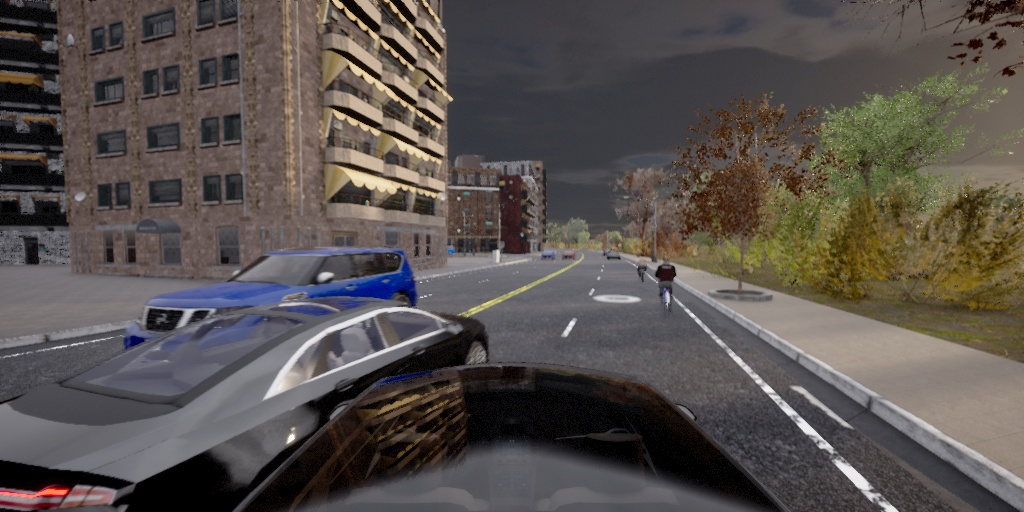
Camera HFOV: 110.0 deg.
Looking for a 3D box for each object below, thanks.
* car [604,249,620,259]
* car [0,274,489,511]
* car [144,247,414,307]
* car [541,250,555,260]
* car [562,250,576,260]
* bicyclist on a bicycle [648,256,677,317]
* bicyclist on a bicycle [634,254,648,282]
[{"bbox_3d":[15.987,-0.175,56.632,1.994,1.385,4.181,0,1,13],"label":"car"},{"bbox_3d":[-1.786,1.189,3.834,2.128,1.511,4.902,0,1,18],"label":"car"},{"bbox_3d":[-4.197,0.827,7.640,2.150,2.045,5.566,0,2,17],"label":"car"},{"bbox_3d":[5.660,-0.196,55.630,1.882,1.535,5.008,0,1,11],"label":"car"},{"bbox_3d":[8.694,-0.175,54.351,1.882,1.535,5.008,0,1,14],"label":"car"},{"bbox_3d":[4.613,0.870,10.802,0.659,1.776,1.843,0,2,17],"label":"bicyclist on a bicycle"},{"bbox_3d":[7.523,0.669,20.755,0.866,1.612,1.509,0,2,16],"label":"bicyclist on a bicycle"}]
